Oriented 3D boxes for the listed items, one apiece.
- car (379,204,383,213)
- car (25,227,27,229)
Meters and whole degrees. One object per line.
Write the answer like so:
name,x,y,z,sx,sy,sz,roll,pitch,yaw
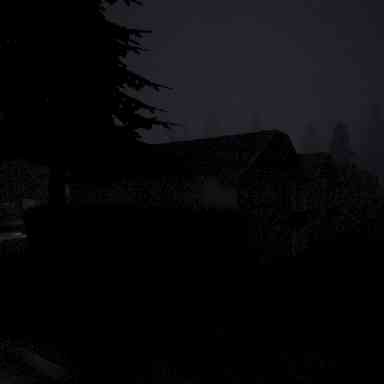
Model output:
car,22.621,2.038,41.474,4.902,1.511,2.128,-1,-1,29
car,-9.408,1.868,23.729,2.097,1.767,4.553,-1,-1,36
